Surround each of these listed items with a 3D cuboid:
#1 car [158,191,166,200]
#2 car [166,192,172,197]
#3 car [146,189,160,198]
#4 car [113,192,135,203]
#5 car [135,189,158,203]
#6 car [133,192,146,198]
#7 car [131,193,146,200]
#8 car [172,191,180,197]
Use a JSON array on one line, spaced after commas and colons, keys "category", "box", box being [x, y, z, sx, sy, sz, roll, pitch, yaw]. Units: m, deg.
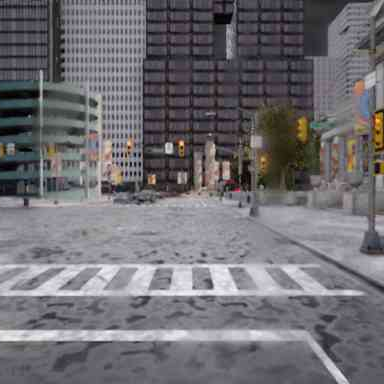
[{"category": "car", "box": [-7.035, 0.738, 68.942, 1.882, 1.535, 5.008, 0, 1, 0]}, {"category": "car", "box": [-7.529, 0.667, 86.466, 1.895, 1.301, 4.718, 0, 1, -25]}, {"category": "car", "box": [-9.873, 0.333, 83.073, 2.150, 2.045, 5.566, 0, 1, -21]}, {"category": "car", "box": [-10.571, 0.806, 50.848, 2.097, 1.767, 4.553, 0, 1, 0]}, {"category": "car", "box": [-7.062, 0.662, 52.074, 2.150, 2.045, 5.566, 0, 1, 0]}, {"category": "car", "box": [-12.783, 0.671, 80.961, 2.033, 1.411, 5.357, 0, 1, -21]}, {"category": "car", "box": [-10.546, 0.845, 65.392, 2.033, 1.411, 5.357, 0, 1, 0]}, {"category": "car", "box": [-4.793, 0.548, 88.780, 1.837, 1.490, 4.892, 0, 1, -29]}]
